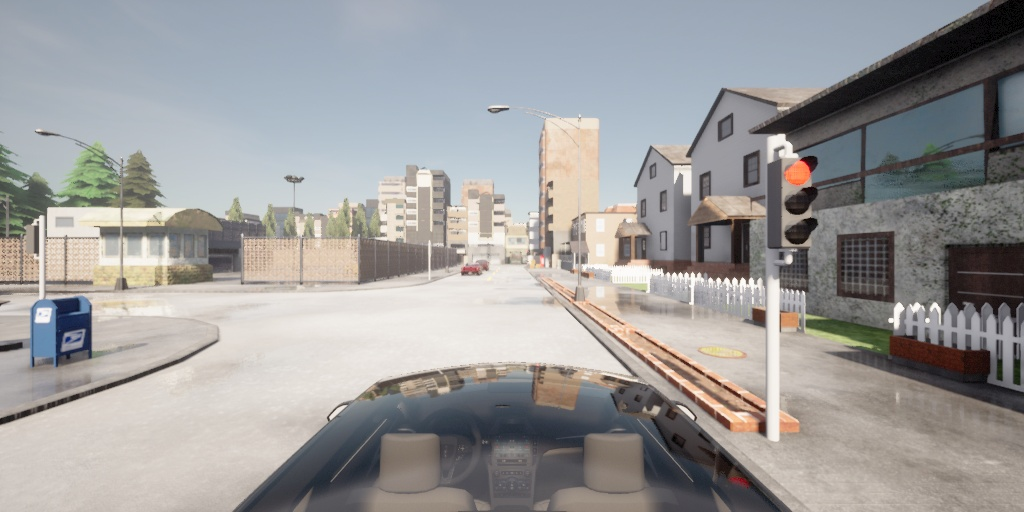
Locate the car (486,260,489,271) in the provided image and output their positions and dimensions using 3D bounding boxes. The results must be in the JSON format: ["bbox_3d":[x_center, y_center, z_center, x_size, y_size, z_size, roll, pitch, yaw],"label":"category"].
[{"bbox_3d":[-4.093,1.209,47.725,1.882,1.535,5.008,0,0,0],"label":"car"}]

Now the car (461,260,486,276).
[{"bbox_3d":[-4.106,1.337,37.220,1.895,1.301,4.718,0,0,0],"label":"car"}]
